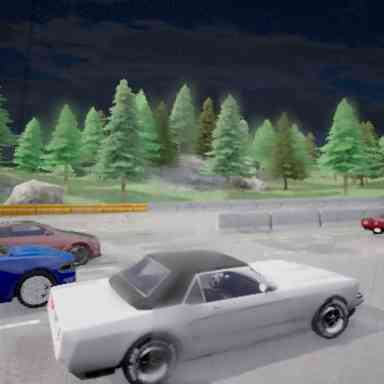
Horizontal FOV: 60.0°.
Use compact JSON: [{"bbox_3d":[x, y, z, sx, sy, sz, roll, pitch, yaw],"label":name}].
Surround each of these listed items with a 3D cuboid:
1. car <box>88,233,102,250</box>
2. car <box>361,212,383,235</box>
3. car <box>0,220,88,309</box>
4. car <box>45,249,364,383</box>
[{"bbox_3d":[-4.962,1.570,10.271,4.181,1.385,1.994,0,0,-28],"label":"car"},{"bbox_3d":[10.835,1.488,16.310,4.718,1.301,1.895,-1,0,-17],"label":"car"},{"bbox_3d":[-4.835,1.489,6.380,5.008,1.535,1.882,-1,0,-30],"label":"car"},{"bbox_3d":[0.381,1.595,5.161,4.718,1.301,1.895,0,0,-26],"label":"car"}]
